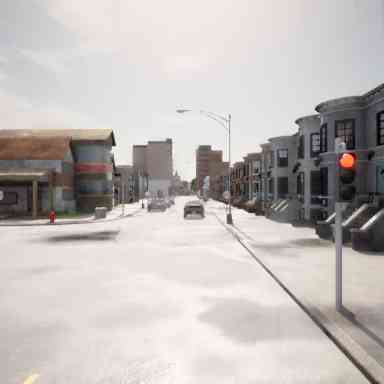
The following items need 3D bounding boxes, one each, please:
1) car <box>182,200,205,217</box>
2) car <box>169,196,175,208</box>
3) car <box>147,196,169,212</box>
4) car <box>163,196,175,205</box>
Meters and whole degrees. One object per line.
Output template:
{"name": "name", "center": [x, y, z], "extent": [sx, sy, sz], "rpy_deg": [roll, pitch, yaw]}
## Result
{"name": "car", "center": [0.150, 1.506, 31.347], "extent": [1.837, 1.490, 4.892], "rpy_deg": [0, 1, 0]}
{"name": "car", "center": [-4.079, 1.547, 48.987], "extent": [2.033, 1.411, 5.357], "rpy_deg": [0, 0, 0]}
{"name": "car", "center": [-4.090, 1.505, 39.237], "extent": [1.837, 1.490, 4.892], "rpy_deg": [0, 0, 0]}
{"name": "car", "center": [-4.041, 1.525, 58.792], "extent": [1.812, 1.442, 4.674], "rpy_deg": [0, 0, 1]}
